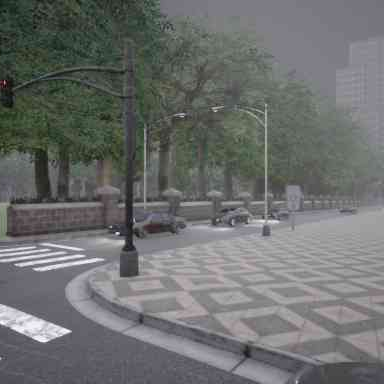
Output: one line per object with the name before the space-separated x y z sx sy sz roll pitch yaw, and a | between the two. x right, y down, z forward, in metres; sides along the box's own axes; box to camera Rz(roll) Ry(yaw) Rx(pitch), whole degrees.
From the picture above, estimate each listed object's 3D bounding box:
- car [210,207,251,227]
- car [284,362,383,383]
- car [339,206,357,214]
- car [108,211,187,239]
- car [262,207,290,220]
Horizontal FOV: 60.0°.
car | 3.390 2.047 28.235 1.837 1.490 4.892 0 -1 35
car | 2.349 1.551 1.283 4.403 1.369 2.008 0 0 36
car | 25.192 2.844 53.472 1.895 1.301 4.718 0 -1 36
car | -2.452 1.882 19.994 2.033 1.411 5.357 0 -1 35
car | 9.209 2.317 36.429 1.994 1.385 4.181 0 -1 35
